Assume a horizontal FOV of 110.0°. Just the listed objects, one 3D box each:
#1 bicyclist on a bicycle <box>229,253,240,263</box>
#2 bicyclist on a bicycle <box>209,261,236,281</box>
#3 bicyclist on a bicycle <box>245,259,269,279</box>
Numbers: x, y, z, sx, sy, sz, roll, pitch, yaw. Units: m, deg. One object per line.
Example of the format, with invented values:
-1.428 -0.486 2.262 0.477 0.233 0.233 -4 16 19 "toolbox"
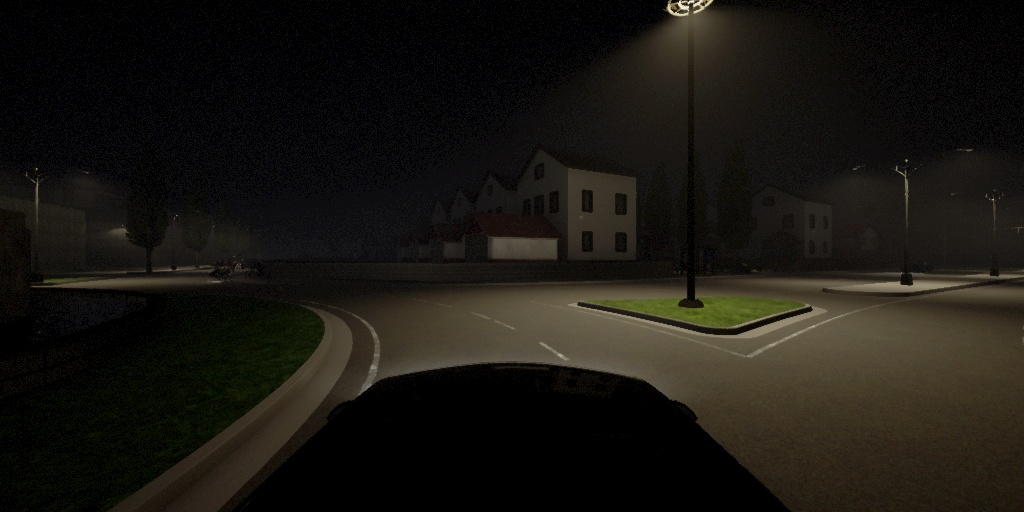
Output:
-22.571 0.527 29.122 0.582 1.656 1.620 22 -13 -24 "bicyclist on a bicycle"
-22.482 1.419 27.816 1.620 1.656 0.582 10 31 -18 "bicyclist on a bicycle"
-20.791 1.076 29.257 1.656 1.620 0.582 1 0 -43 "bicyclist on a bicycle"
